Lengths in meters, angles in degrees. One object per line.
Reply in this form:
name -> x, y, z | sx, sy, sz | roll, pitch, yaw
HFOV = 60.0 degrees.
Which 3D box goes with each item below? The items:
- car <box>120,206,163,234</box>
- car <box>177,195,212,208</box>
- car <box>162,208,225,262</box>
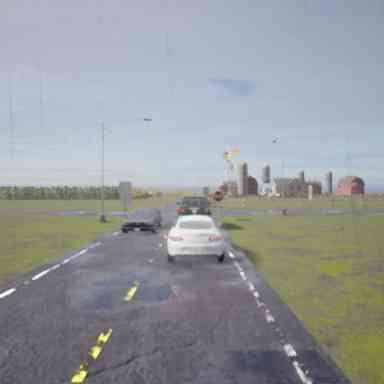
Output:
car -> -2.762, 1.552, 19.505 | 2.033, 1.411, 5.357 | 0, 0, 1
car -> 0.147, 1.228, 22.292 | 2.150, 2.045, 5.566 | 0, 0, 0
car -> 0.122, 1.529, 11.989 | 1.812, 1.442, 4.674 | 0, 0, 0
